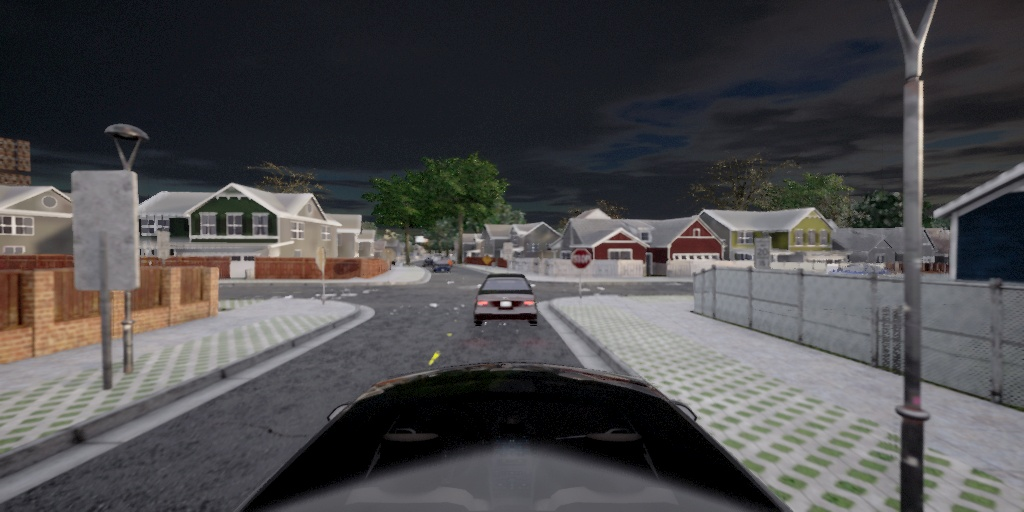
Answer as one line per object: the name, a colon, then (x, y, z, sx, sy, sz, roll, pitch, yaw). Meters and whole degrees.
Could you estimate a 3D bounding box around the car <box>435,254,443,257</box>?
car: (-11.653, 0.914, 62.058, 2.097, 1.767, 4.553, -1, 0, -19)

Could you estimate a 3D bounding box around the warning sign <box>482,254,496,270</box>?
warning sign: (-3.020, 0.719, 43.364, 1.300, 1.860, 1.060, 0, 0, -15)

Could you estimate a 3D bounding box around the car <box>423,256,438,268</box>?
car: (-13.686, 1.139, 59.244, 2.033, 1.411, 5.357, -1, 0, -19)

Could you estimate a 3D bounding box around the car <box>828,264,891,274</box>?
car: (27.372, 1.427, 28.283, 5.008, 1.535, 1.882, 1, 1, -17)

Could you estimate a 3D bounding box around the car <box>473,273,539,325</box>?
car: (-0.181, 1.264, 11.642, 2.033, 1.411, 5.357, 0, 0, -1)

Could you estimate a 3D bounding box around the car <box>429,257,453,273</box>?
car: (-8.230, 1.186, 41.794, 2.033, 1.411, 5.357, 0, 0, -15)

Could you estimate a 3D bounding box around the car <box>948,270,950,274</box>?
car: (43.714, 1.367, 33.637, 5.566, 2.045, 2.150, 1, 1, -21)
